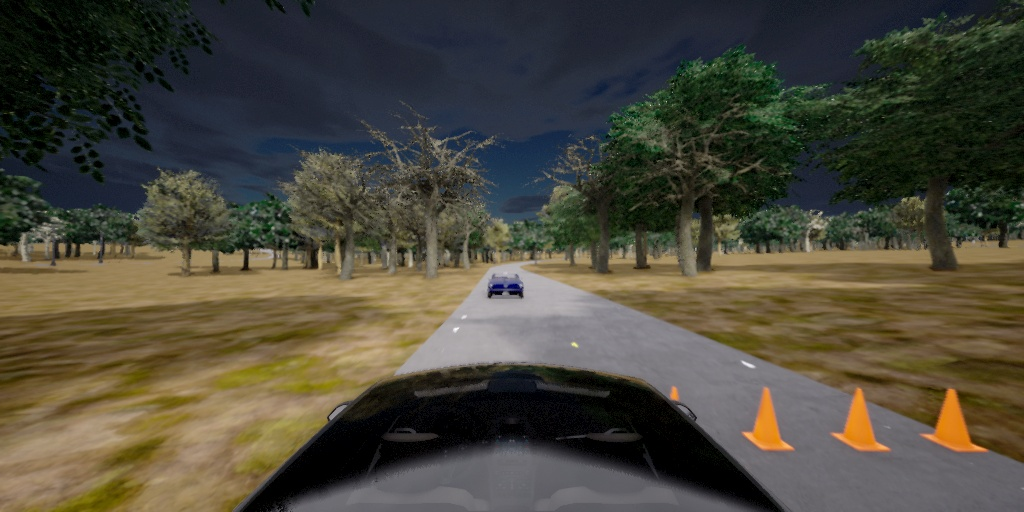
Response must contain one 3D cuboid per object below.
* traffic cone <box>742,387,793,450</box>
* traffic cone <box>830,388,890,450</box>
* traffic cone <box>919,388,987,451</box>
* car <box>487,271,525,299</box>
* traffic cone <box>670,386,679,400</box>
[{"bbox_3d":[2.779,1.733,3.916,0.340,0.580,0.340,0,0,1],"label":"traffic cone"},{"bbox_3d":[3.779,1.737,3.906,0.340,0.580,0.340,0,0,1],"label":"traffic cone"},{"bbox_3d":[4.779,1.740,3.895,0.340,0.580,0.340,0,0,1],"label":"traffic cone"},{"bbox_3d":[-0.362,1.513,19.342,1.895,1.301,4.718,0,-1,-2],"label":"car"},{"bbox_3d":[1.779,1.730,3.926,0.340,0.580,0.340,0,0,1],"label":"traffic cone"}]
